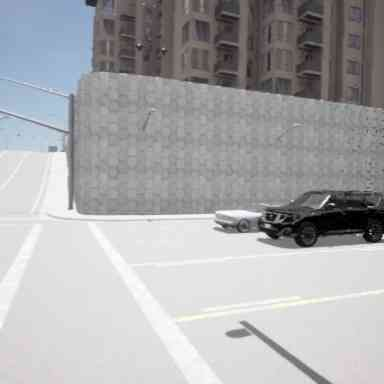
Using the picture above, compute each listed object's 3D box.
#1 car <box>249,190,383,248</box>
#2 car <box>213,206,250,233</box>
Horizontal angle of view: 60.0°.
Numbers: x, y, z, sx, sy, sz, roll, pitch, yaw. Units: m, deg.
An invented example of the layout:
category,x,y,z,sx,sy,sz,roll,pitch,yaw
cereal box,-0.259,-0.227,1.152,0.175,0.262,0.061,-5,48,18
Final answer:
category,x,y,z,sx,sy,sz,roll,pitch,yaw
car,5.416,0.949,13.450,5.566,2.045,2.150,0,2,-21
car,3.462,1.212,16.459,4.718,1.301,1.895,0,2,-22
